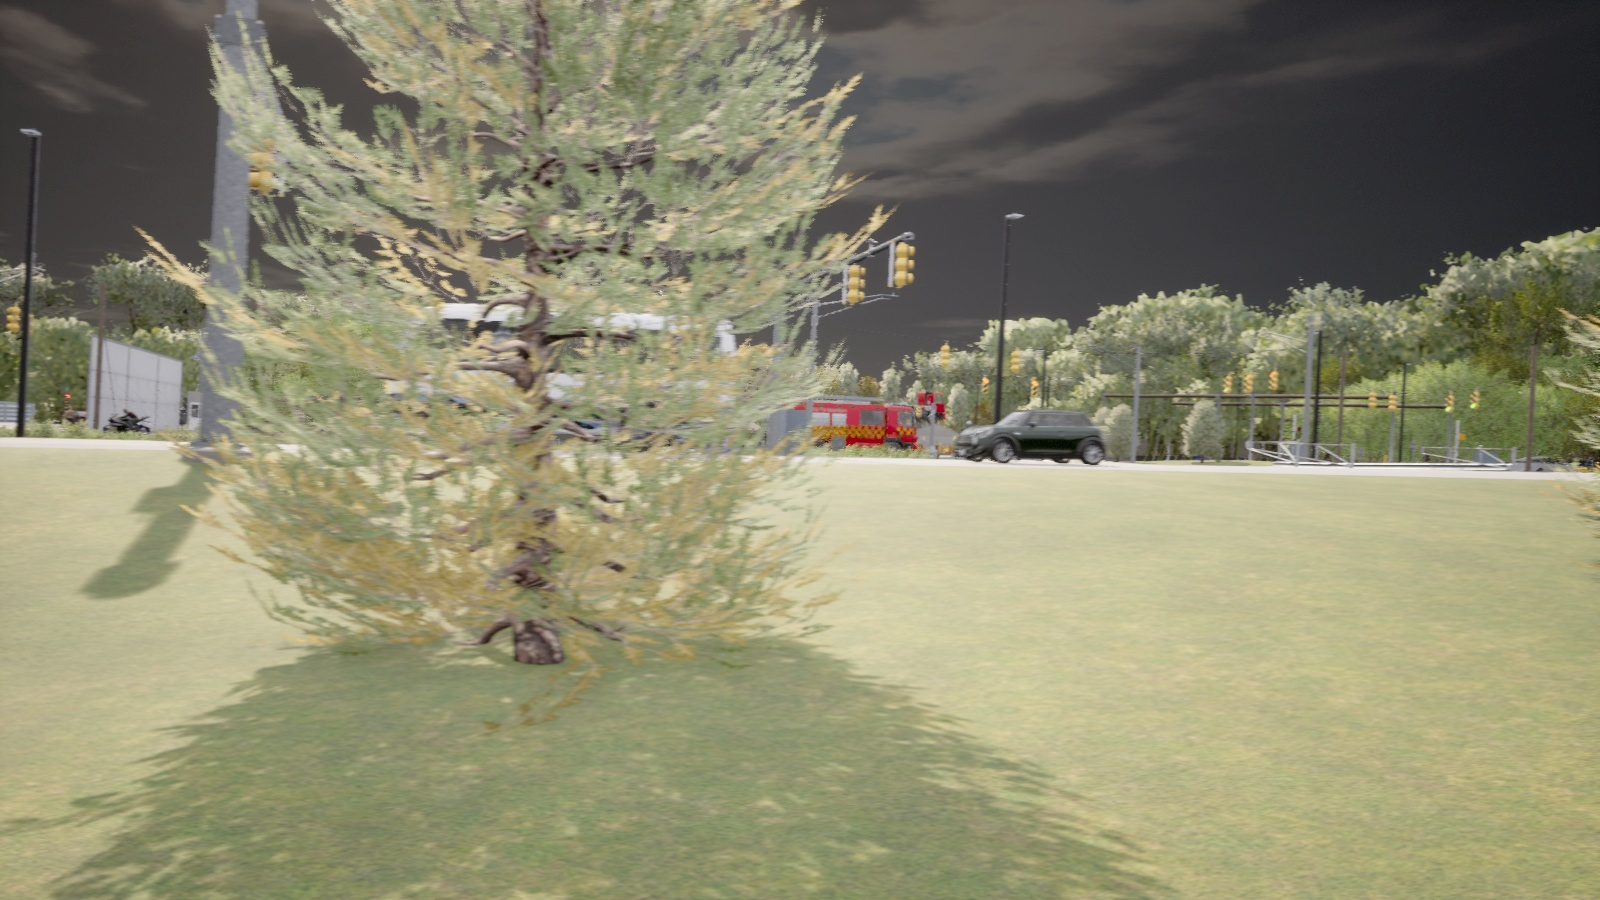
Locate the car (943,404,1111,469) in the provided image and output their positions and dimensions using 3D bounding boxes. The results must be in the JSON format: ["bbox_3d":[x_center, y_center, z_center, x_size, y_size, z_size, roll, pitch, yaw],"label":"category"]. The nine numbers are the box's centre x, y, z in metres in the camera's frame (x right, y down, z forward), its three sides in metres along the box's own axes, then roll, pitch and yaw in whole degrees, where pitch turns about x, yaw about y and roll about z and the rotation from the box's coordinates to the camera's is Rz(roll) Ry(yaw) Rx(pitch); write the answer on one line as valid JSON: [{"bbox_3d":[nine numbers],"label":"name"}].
[{"bbox_3d":[6.914,-0.403,38.423,4.553,1.767,2.097,2,1,-18],"label":"car"}]

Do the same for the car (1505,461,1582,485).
[{"bbox_3d":[50.499,1.566,85.342,4.514,1.525,2.007,2,1,-18],"label":"car"}]

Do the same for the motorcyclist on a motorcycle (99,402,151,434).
[{"bbox_3d":[-34.988,-1.644,65.144,2.191,1.530,0.866,3,0,-17],"label":"motorcyclist on a motorcycle"}]

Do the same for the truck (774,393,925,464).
[{"bbox_3d":[2.957,-1.244,74.705,8.468,3.827,2.891,2,1,-26],"label":"truck"}]
